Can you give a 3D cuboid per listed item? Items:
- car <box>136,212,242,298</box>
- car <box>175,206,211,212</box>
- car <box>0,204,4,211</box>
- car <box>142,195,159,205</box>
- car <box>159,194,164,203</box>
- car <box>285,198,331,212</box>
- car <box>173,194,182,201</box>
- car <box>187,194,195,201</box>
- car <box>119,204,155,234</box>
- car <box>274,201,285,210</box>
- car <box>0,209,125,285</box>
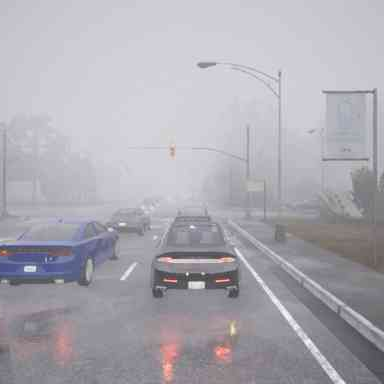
[{"bbox_3d":[0.073,1.492,8.508,2.128,1.511,4.902,0,0,0],"label":"car"},{"bbox_3d":[0.038,1.478,18.004,1.882,1.535,5.008,0,0,0],"label":"car"},{"bbox_3d":[-23.249,1.601,36.393,4.718,1.301,1.895,0,0,3],"label":"car"},{"bbox_3d":[-7.278,1.505,56.623,1.837,1.490,4.892,0,0,0],"label":"car"},{"bbox_3d":[-7.261,1.505,65.991,1.837,1.490,4.892,0,0,0],"label":"car"},{"bbox_3d":[13.570,1.526,38.143,4.674,1.442,1.812,0,0,3],"label":"car"},{"bbox_3d":[-3.800,1.471,85.318,1.882,1.535,5.008,0,0,0],"label":"car"},{"bbox_3d":[-0.302,1.518,85.713,2.128,1.511,4.902,0,0,0],"label":"car"},{"bbox_3d":[-3.463,1.564,18.504,1.994,1.385,4.181,0,0,0],"label":"car"},{"bbox_3d":[12.852,1.491,41.701,4.902,1.511,2.128,0,0,3],"label":"car"},{"bbox_3d":[-3.432,1.478,9.513,1.882,1.535,5.008,0,0,0],"label":"car"}]
